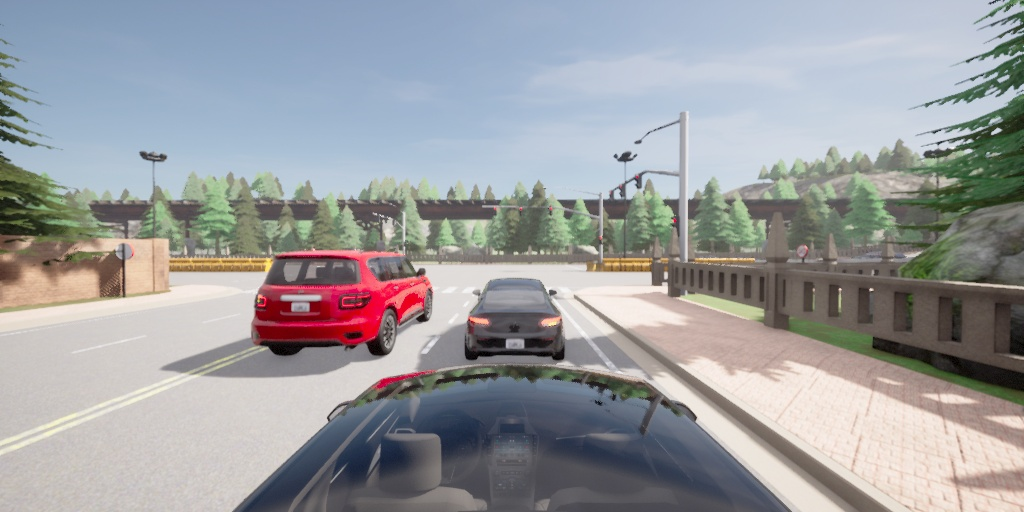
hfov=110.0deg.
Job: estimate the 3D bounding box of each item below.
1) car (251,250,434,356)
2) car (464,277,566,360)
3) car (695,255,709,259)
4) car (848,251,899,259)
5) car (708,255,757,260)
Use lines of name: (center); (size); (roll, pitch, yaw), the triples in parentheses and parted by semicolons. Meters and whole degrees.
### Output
car: (-3.441, 0.885, 8.521); (2.150, 2.045, 5.566); (0, 1, 0)
car: (0.062, 1.195, 7.975); (1.812, 1.442, 4.674); (0, 1, 0)
car: (23.125, 0.711, 43.079); (4.902, 1.511, 2.128); (0, 1, 0)
car: (42.739, 0.465, 43.036); (4.718, 1.301, 1.895); (-3, 1, 0)
car: (25.182, 0.812, 39.576); (5.357, 1.411, 2.033); (0, 1, 0)
